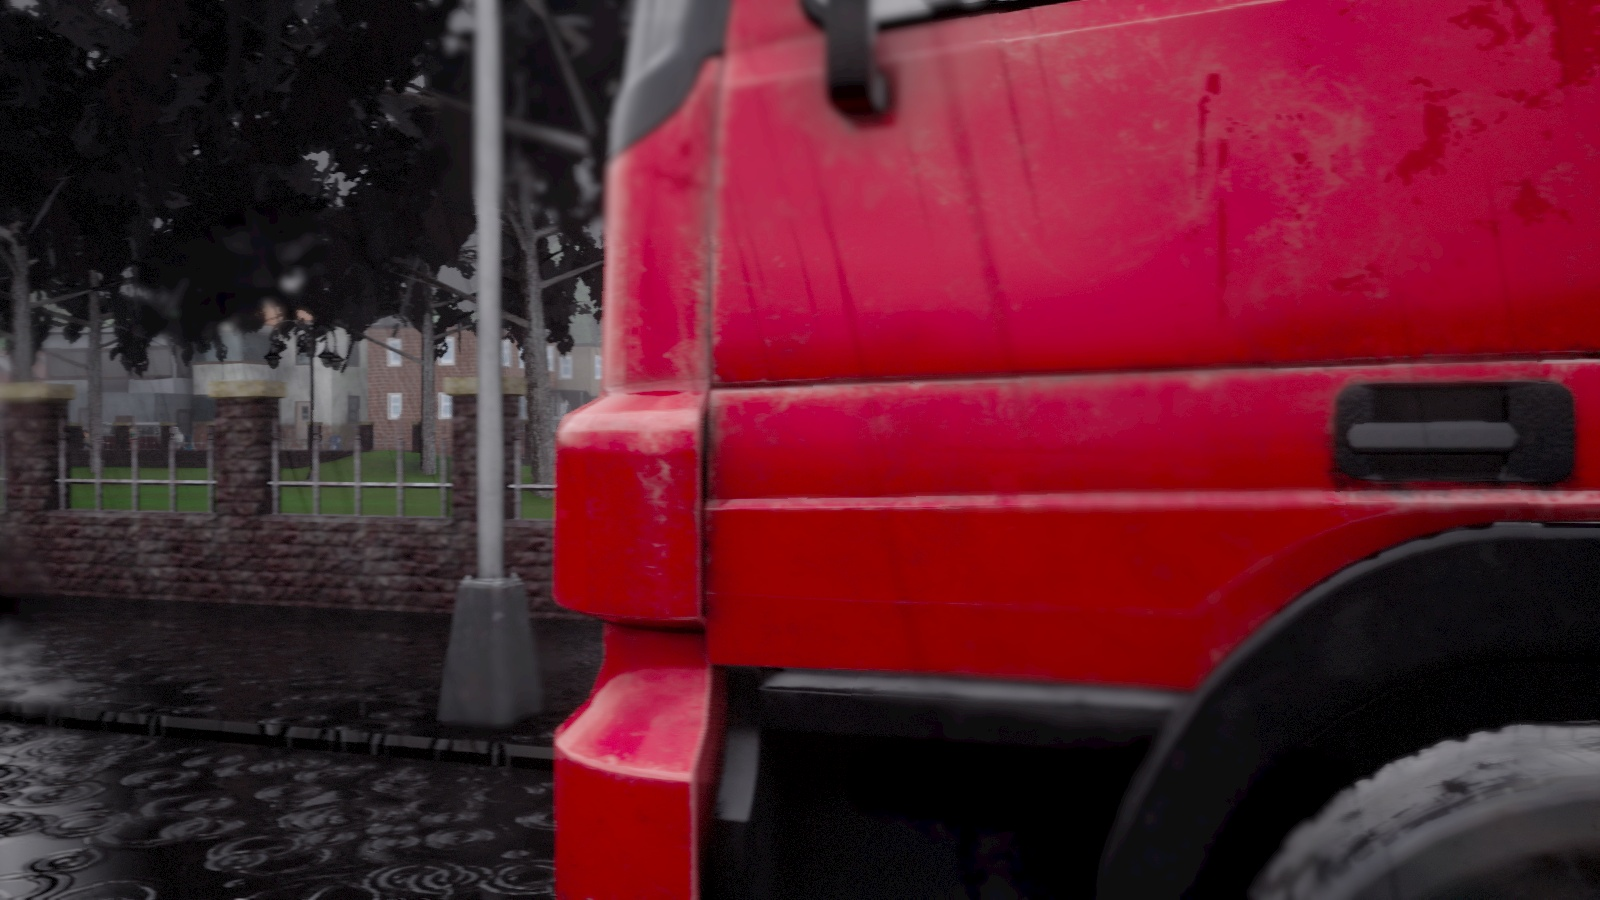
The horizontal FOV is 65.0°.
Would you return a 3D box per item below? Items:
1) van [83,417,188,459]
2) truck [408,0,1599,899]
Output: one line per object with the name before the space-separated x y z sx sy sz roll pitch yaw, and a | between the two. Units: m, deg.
van | -31.996 -0.605 60.507 4.442 1.987 1.775 1 1 15
truck | 3.600 -0.175 2.199 7.936 3.462 2.891 1 1 17
